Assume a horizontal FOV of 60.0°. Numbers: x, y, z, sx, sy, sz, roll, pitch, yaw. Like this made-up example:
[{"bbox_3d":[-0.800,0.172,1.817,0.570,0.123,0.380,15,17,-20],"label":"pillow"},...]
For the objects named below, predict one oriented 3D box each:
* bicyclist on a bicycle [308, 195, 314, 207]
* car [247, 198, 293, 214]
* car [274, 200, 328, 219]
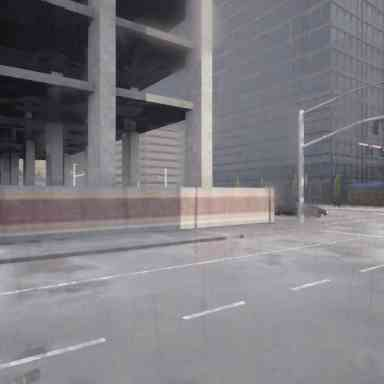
[{"bbox_3d":[16.514,1.301,46.176,1.656,1.620,0.582,0,0,-36],"label":"bicyclist on a bicycle"},{"bbox_3d":[8.508,1.505,36.806,1.837,1.490,4.892,0,0,-36],"label":"car"},{"bbox_3d":[9.284,1.547,29.683,2.033,1.411,5.357,0,0,-35],"label":"car"}]
